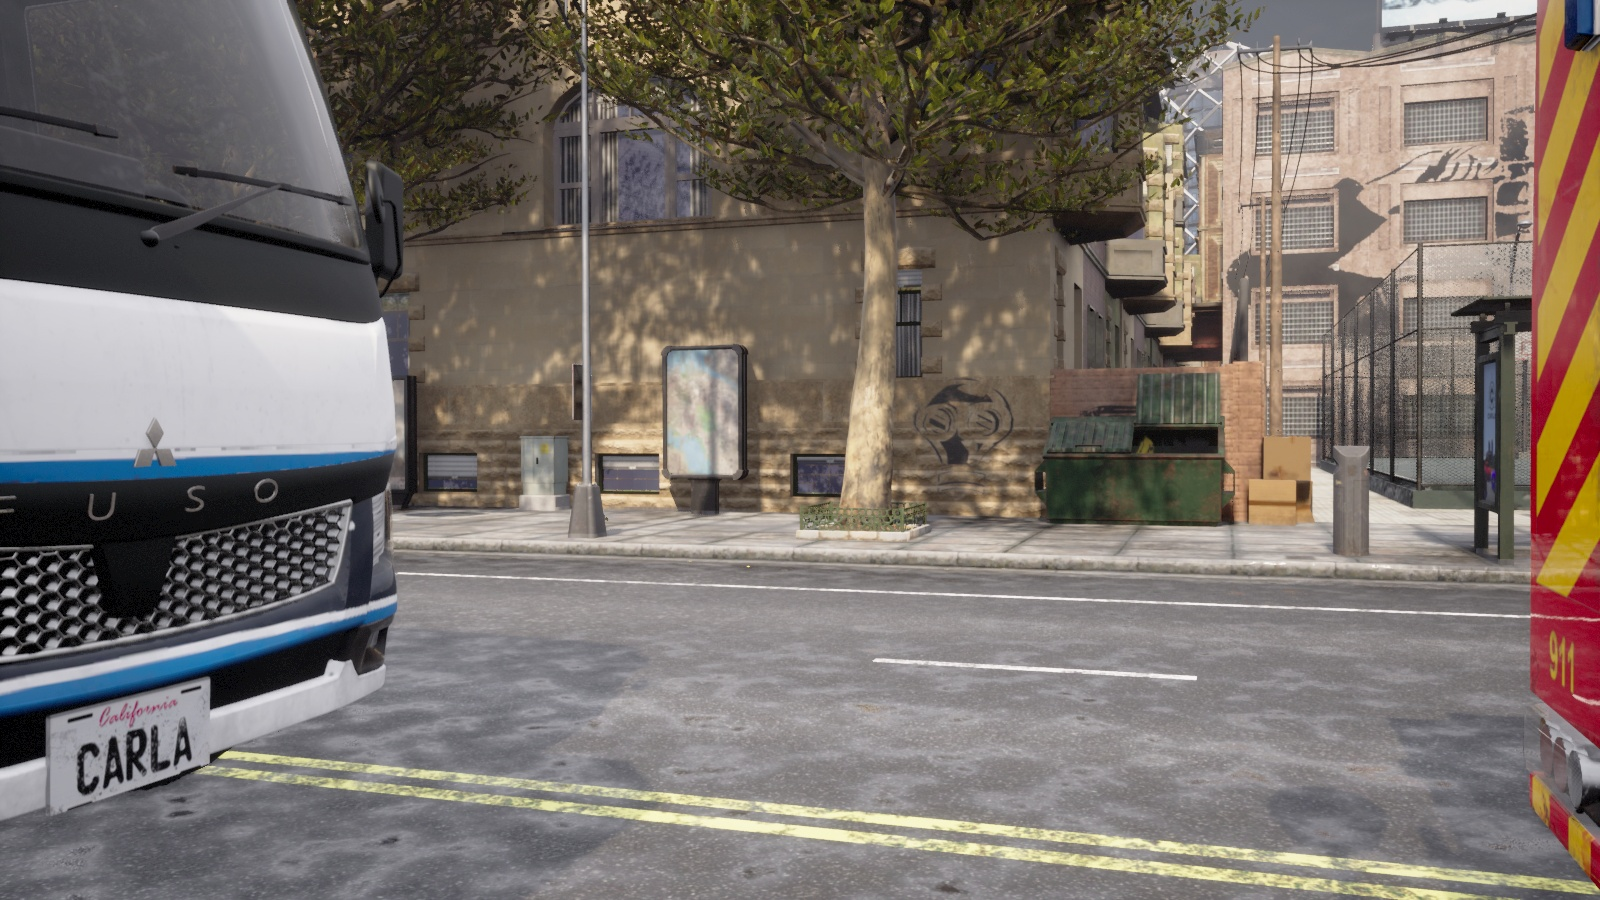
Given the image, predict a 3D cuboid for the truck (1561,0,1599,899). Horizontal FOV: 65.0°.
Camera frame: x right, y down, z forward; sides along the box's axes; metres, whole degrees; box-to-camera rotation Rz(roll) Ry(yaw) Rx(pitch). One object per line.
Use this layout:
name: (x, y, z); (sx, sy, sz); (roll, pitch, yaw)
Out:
truck: (5.943, -0.335, 1.185); (8.468, 3.827, 2.891); (1, 1, 19)

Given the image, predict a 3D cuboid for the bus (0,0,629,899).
bus: (-6.264, -0.658, 5.268); (10.273, 4.253, 3.944); (1, 1, 18)
